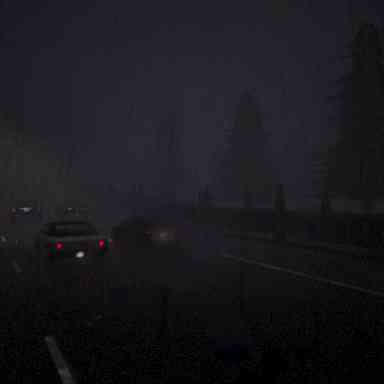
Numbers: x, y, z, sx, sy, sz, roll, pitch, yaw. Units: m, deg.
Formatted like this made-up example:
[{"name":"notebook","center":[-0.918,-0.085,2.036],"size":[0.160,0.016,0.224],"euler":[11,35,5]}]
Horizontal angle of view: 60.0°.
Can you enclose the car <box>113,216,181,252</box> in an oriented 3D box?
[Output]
[{"name":"car","center":[-2.210,1.767,15.154],"size":[1.994,1.385,4.181],"euler":[1,-1,-32]}]

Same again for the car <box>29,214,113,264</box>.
[{"name":"car","center":[-4.774,1.752,12.640],"size":[1.895,1.301,4.718],"euler":[1,-1,-32]}]

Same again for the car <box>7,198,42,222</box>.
[{"name":"car","center":[-12.977,1.225,25.673],"size":[2.097,1.767,4.553],"euler":[1,2,-32]}]

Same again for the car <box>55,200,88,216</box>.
[{"name":"car","center":[-10.039,1.410,27.571],"size":[2.128,1.511,4.902],"euler":[1,2,-32]}]
